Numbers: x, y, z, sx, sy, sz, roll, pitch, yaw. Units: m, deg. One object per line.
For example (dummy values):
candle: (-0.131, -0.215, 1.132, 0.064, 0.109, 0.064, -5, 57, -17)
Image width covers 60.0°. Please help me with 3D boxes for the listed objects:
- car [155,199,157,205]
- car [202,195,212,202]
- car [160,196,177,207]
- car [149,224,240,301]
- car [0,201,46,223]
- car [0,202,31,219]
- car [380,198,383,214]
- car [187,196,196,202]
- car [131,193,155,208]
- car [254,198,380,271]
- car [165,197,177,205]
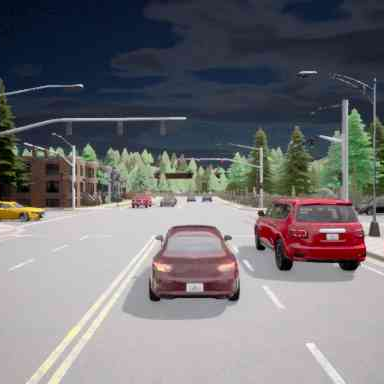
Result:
car: (-7.205, 1.525, 57.307, 1.812, 1.442, 4.674, 0, 0, 0)
car: (3.356, 1.354, 74.348, 2.097, 1.767, 4.553, 0, 0, 0)
car: (-3.702, 1.351, 51.184, 2.097, 1.767, 4.553, 0, 0, 0)
car: (0.046, 1.526, 8.185, 1.812, 1.442, 4.674, 0, 0, 0)
car: (-13.764, 1.477, 25.372, 5.008, 1.535, 1.882, 0, 0, 6)
car: (-16.690, 1.564, 29.103, 4.181, 1.385, 1.994, 0, 0, -1)
car: (18.261, 1.352, 32.457, 4.553, 1.767, 2.097, 0, 0, 0)
car: (-0.152, 1.552, 74.575, 1.994, 1.385, 4.181, 0, 0, 0)
car: (-7.169, 1.221, 47.908, 2.150, 2.045, 5.566, 0, 0, 2)
car: (3.553, 1.221, 11.066, 2.150, 2.045, 5.566, 0, 0, 0)
car: (-3.700, 1.563, 59.792, 1.994, 1.385, 4.181, 0, 0, 0)
